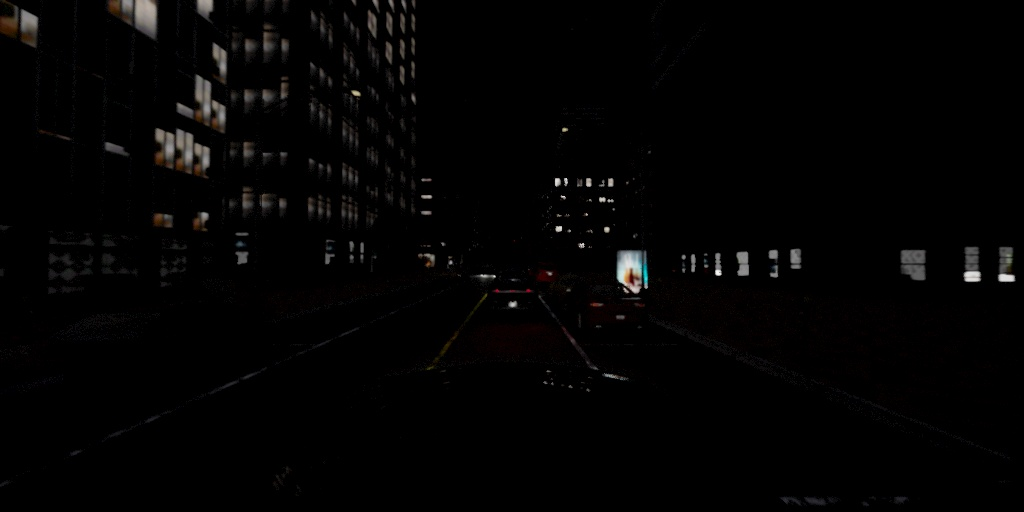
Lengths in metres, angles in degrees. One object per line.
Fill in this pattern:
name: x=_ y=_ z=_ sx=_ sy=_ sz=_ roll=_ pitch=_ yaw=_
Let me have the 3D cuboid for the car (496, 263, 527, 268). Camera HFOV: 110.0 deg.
car: x=0.049 y=1.597 z=29.093 sx=2.128 sy=1.511 sz=4.902 roll=0 pitch=-1 yaw=0

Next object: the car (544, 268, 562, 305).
car: x=2.694 y=1.469 z=16.877 sx=1.751 sy=1.417 sz=4.829 roll=0 pitch=0 yaw=0

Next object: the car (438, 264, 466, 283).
car: x=-5.686 y=1.686 z=33.216 sx=1.751 sy=1.417 sz=4.829 roll=0 pitch=0 yaw=0

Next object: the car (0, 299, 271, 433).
car: x=-5.689 y=1.383 z=5.590 sx=1.802 sy=1.307 sz=4.207 roll=0 pitch=0 yaw=0

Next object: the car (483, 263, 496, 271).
car: x=-3.047 y=1.904 z=50.119 sx=1.812 sy=1.442 sz=4.674 roll=0 pitch=-1 yaw=1

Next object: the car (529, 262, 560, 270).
car: x=2.694 y=1.403 z=27.825 sx=2.192 sy=1.841 sz=5.009 roll=0 pitch=0 yaw=0

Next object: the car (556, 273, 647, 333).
car: x=2.692 y=1.417 z=11.148 sx=1.888 sy=1.381 sz=4.507 roll=0 pitch=0 yaw=0

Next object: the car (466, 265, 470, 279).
car: x=-5.685 y=1.673 z=38.945 sx=1.967 sy=1.591 sz=4.097 roll=0 pitch=0 yaw=0

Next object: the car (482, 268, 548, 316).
car: x=0.047 y=1.402 z=14.089 sx=2.128 sy=1.511 sz=4.902 roll=0 pitch=-1 yaw=1
